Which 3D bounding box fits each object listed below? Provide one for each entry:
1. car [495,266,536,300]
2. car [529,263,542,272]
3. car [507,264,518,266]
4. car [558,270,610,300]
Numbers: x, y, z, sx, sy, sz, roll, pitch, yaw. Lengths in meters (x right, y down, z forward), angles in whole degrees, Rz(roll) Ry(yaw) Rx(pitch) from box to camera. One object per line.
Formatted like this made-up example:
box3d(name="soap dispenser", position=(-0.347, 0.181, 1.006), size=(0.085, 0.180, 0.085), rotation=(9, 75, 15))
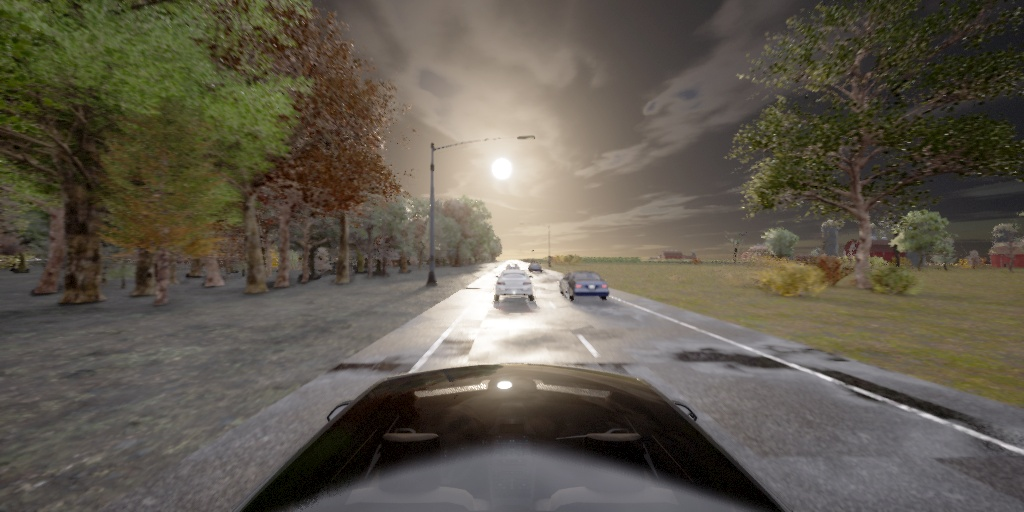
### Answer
box3d(name="car", position=(0.094, 1.430, 18.680), size=(1.812, 1.442, 4.674), rotation=(0, 0, 0))
box3d(name="car", position=(3.582, 1.791, 56.451), size=(1.994, 1.385, 4.181), rotation=(0, 0, 0))
box3d(name="car", position=(0.087, 1.687, 46.138), size=(2.033, 1.411, 5.357), rotation=(0, 0, 0))
box3d(name="car", position=(3.595, 1.453, 18.691), size=(2.033, 1.411, 5.357), rotation=(0, 0, 0))
